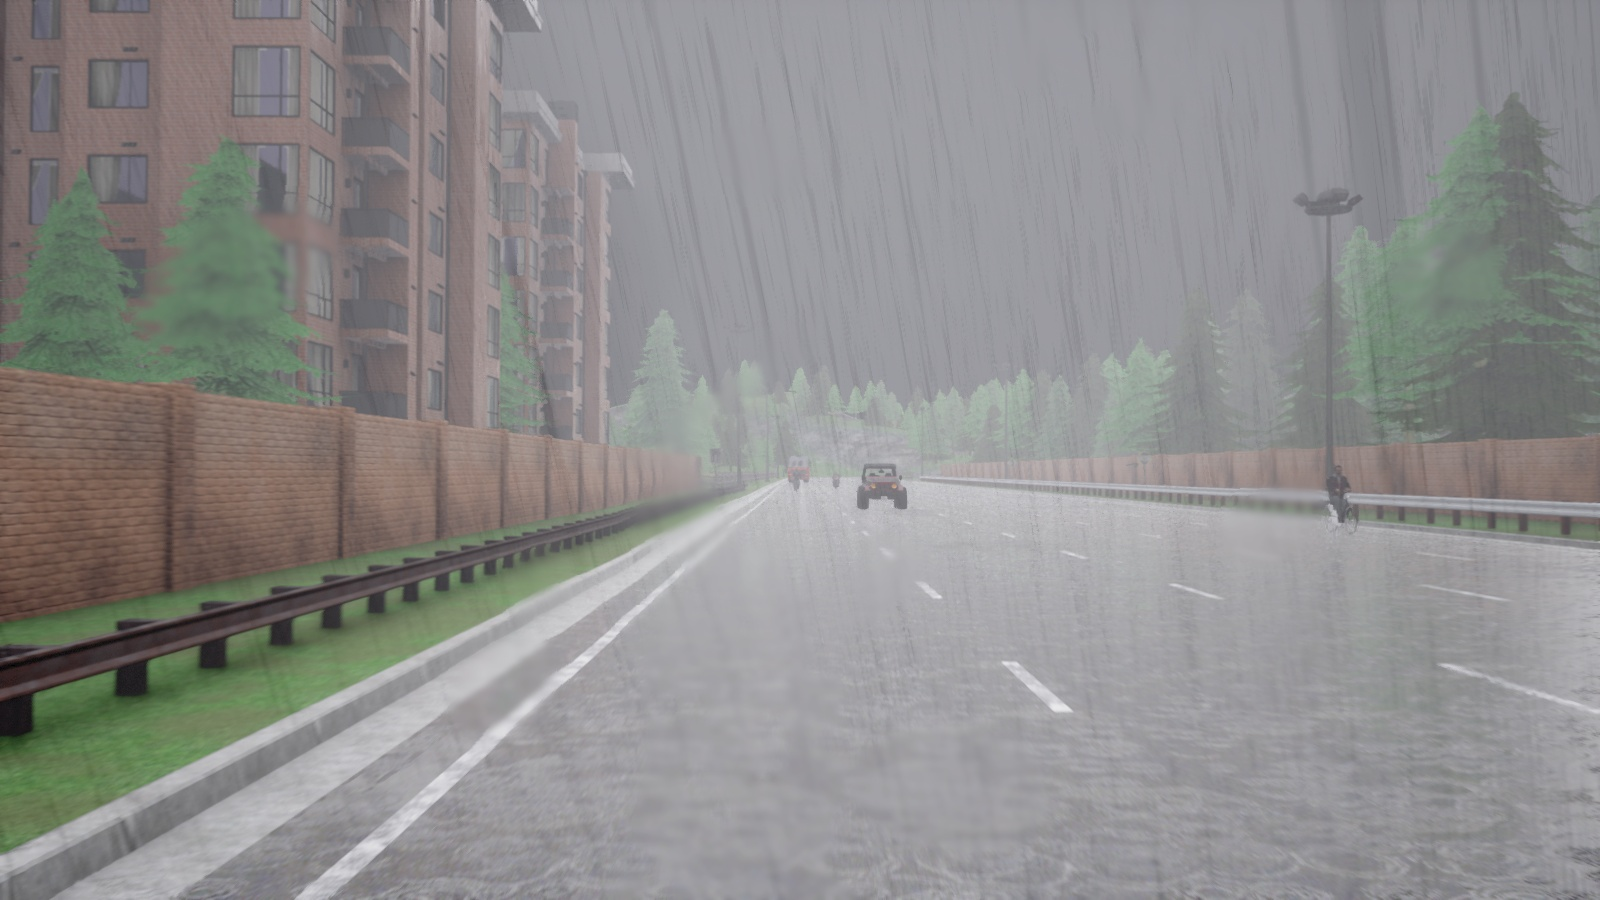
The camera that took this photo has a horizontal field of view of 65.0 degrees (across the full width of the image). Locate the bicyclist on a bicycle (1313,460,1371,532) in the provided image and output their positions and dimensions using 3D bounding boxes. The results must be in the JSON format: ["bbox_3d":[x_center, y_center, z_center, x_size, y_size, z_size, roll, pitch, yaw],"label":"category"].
[{"bbox_3d":[13.916,1.169,32.284,0.659,1.776,1.843,0,-1,0],"label":"bicyclist on a bicycle"}]

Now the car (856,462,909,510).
[{"bbox_3d":[3.373,1.464,51.868,1.905,1.878,3.866,0,-1,0],"label":"car"}]
